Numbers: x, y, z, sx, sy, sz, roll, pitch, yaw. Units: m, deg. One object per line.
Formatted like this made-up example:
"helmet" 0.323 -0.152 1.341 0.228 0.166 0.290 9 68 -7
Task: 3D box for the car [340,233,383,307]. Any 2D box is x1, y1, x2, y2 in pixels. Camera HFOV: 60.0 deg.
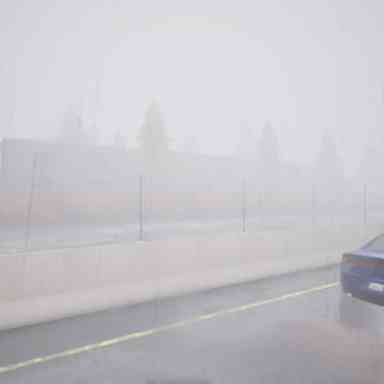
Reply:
"car" 5.294 1.535 7.259 5.008 1.535 1.882 0 0 -34
